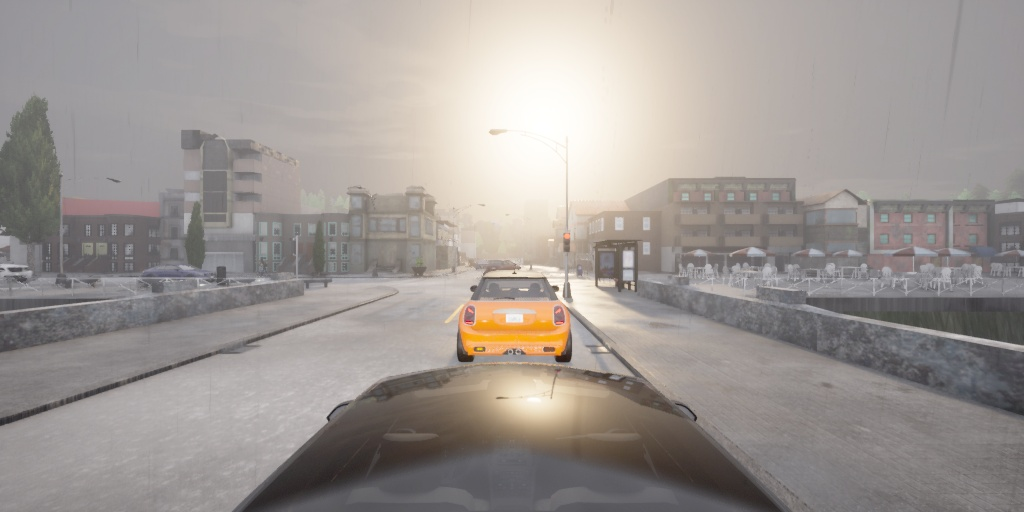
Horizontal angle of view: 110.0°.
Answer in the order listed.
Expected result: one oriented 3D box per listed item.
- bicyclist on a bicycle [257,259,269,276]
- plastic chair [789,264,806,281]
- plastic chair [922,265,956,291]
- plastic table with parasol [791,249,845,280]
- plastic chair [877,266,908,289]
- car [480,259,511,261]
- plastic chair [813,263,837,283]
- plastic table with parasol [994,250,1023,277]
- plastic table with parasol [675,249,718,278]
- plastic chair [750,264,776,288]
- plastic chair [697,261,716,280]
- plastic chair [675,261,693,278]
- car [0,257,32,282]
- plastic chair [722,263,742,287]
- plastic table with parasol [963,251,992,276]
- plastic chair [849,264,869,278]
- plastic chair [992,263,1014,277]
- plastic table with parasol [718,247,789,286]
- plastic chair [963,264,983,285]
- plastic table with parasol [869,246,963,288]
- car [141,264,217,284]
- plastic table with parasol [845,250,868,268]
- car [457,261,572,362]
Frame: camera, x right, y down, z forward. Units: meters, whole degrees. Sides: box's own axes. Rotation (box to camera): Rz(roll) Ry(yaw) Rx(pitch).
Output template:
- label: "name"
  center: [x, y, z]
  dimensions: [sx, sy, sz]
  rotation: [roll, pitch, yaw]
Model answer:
- label: "bicyclist on a bicycle"
  center: [-24.013, 1.099, 34.562]
  dimensions: [0.582, 1.620, 1.656]
  rotation: [0, 0, 0]
- label: "plastic chair"
  center: [21.705, 1.279, 27.508]
  dimensions: [0.730, 1.272, 0.750]
  rotation: [0, 0, 0]
- label: "plastic chair"
  center: [23.702, 1.279, 19.907]
  dimensions: [0.750, 1.272, 0.730]
  rotation: [0, 0, 0]
- label: "plastic table with parasol"
  center: [22.905, 0.675, 27.458]
  dimensions: [2.482, 2.480, 2.482]
  rotation: [0, 0, 0]
- label: "plastic chair"
  center: [22.603, 1.279, 21.308]
  dimensions: [0.730, 1.272, 0.750]
  rotation: [0, 0, 0]
- label: "car"
  center: [-0.753, 1.102, 33.659]
  dimensions: [2.097, 1.767, 4.553]
  rotation: [0, 0, 25]
- label: "plastic chair"
  center: [22.804, 1.279, 26.108]
  dimensions: [0.750, 1.272, 0.730]
  rotation: [0, 0, 0]
- label: "plastic table with parasol"
  center: [46.707, 0.675, 33.180]
  dimensions: [2.482, 2.480, 2.482]
  rotation: [0, 0, 0]
- label: "plastic table with parasol"
  center: [15.926, 0.675, 30.490]
  dimensions: [2.482, 2.480, 2.482]
  rotation: [0, 0, 0]
- label: "plastic chair"
  center: [15.003, 1.279, 21.410]
  dimensions: [0.750, 1.272, 0.730]
  rotation: [0, 0, 0]
- label: "plastic chair"
  center: [15.805, 1.279, 29.210]
  dimensions: [0.750, 1.272, 0.730]
  rotation: [0, 0, 0]
- label: "plastic chair"
  center: [14.706, 1.279, 30.610]
  dimensions: [0.730, 1.272, 0.750]
  rotation: [0, 0, 0]
- label: "car"
  center: [-38.851, 0.970, 26.178]
  dimensions: [5.566, 2.045, 2.150]
  rotation: [0, 0, 0]
- label: "plastic chair"
  center: [13.903, 1.279, 22.811]
  dimensions: [0.730, 1.272, 0.750]
  rotation: [0, 0, 0]
- label: "plastic table with parasol"
  center: [30.514, 0.675, 25.085]
  dimensions: [2.482, 2.480, 2.482]
  rotation: [0, 0, 0]
- label: "plastic chair"
  center: [29.906, 1.279, 30.805]
  dimensions: [0.750, 1.272, 0.730]
  rotation: [0, 0, 0]
- label: "plastic chair"
  center: [45.507, 1.279, 33.301]
  dimensions: [0.730, 1.272, 0.750]
  rotation: [0, 0, 0]
- label: "plastic table with parasol"
  center: [15.173, 0.675, 22.670]
  dimensions: [2.482, 2.480, 2.482]
  rotation: [0, 0, 0]
- label: "plastic chair"
  center: [30.504, 1.279, 23.805]
  dimensions: [0.750, 1.272, 0.730]
  rotation: [0, 0, 0]
- label: "plastic table with parasol"
  center: [23.803, 0.675, 21.257]
  dimensions: [2.482, 2.480, 2.482]
  rotation: [0, 0, 0]
- label: "car"
  center: [-24.219, 1.276, 26.165]
  dimensions: [4.674, 1.442, 1.812]
  rotation: [0, 0, 0]
- label: "plastic table with parasol"
  center: [30.236, 0.675, 32.175]
  dimensions: [2.482, 2.480, 2.482]
  rotation: [0, 0, 0]
- label: "car"
  center: [0.062, 1.102, 8.353]
  dimensions: [2.097, 1.767, 4.553]
  rotation: [0, 0, 1]
